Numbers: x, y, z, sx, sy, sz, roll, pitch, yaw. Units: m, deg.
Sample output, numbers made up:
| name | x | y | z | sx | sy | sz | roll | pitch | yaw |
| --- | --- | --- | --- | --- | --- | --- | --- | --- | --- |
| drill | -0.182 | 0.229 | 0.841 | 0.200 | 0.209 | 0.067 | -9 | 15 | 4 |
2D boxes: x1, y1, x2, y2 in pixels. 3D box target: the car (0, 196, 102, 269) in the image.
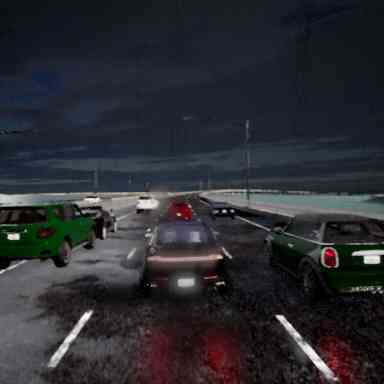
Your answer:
| name | x | y | z | sx | sy | sz | roll | pitch | yaw |
| --- | --- | --- | --- | --- | --- | --- | --- | --- | --- |
| car | -5.052 | 1.346 | 11.896 | 2.150 | 2.045 | 5.566 | -1 | 0 | -3 |

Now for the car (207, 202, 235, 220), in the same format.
| name | x | y | z | sx | sy | sz | roll | pitch | yaw |
| --- | --- | --- | --- | --- | --- | --- | --- | --- | --- |
| car | 2.389 | 1.531 | 28.061 | 2.033 | 1.411 | 5.357 | -1 | 0 | -2 |

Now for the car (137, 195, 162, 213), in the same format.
| name | x | y | z | sx | sy | sz | roll | pitch | yaw |
| --- | --- | --- | --- | --- | --- | --- | --- | --- | --- |
| car | -5.142 | 1.366 | 39.010 | 2.150 | 2.045 | 5.566 | -1 | -1 | -1 |

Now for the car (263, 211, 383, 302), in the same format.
| name | x | y | z | sx | sy | sz | roll | pitch | yaw |
| --- | --- | --- | --- | --- | --- | --- | --- | --- | --- |
| car | 3.284 | 1.296 | 8.381 | 2.097 | 1.767 | 4.553 | -1 | 0 | -3 |

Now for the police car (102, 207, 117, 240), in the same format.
| name | x | y | z | sx | sy | sz | roll | pitch | yaw |
| --- | --- | --- | --- | --- | --- | --- | --- | --- | --- |
| police car | -5.331 | 1.559 | 17.959 | 1.930 | 1.638 | 5.238 | -1 | 0 | -3 |

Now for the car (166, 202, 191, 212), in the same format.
| name | x | y | z | sx | sy | sz | roll | pitch | yaw |
| --- | --- | --- | --- | --- | --- | --- | --- | --- | --- |
| car | -1.067 | 1.532 | 26.994 | 1.882 | 1.535 | 5.008 | -1 | 0 | -2 |

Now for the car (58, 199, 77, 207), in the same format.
| name | x | y | z | sx | sy | sz | roll | pitch | yaw |
| --- | --- | --- | --- | --- | --- | --- | --- | --- | --- |
| car | -23.464 | 2.069 | 62.809 | 1.812 | 1.442 | 4.674 | -1 | 0 | -1 |

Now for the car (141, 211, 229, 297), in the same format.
| name | x | y | z | sx | sy | sz | roll | pitch | yaw |
| --- | --- | --- | --- | --- | --- | --- | --- | --- | --- |
| car | -0.234 | 1.509 | 8.723 | 2.128 | 1.511 | 4.902 | -1 | 0 | -3 |

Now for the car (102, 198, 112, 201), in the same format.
| name | x | y | z | sx | sy | sz | roll | pitch | yaw |
| --- | --- | --- | --- | --- | --- | --- | --- | --- | --- |
| car | -16.503 | 1.946 | 64.392 | 2.033 | 1.411 | 5.357 | -1 | 0 | -2 |
